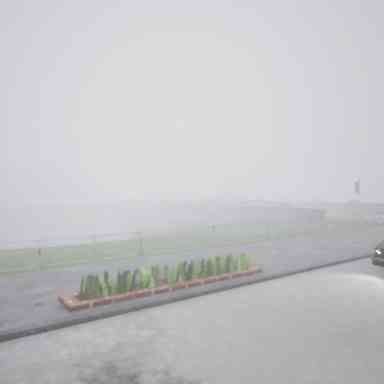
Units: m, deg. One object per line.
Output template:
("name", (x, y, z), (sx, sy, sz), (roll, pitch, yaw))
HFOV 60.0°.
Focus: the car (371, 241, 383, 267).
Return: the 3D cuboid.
("car", (7.523, 1.526, 9.895), (5.357, 1.411, 2.033), (0, 0, -35))
